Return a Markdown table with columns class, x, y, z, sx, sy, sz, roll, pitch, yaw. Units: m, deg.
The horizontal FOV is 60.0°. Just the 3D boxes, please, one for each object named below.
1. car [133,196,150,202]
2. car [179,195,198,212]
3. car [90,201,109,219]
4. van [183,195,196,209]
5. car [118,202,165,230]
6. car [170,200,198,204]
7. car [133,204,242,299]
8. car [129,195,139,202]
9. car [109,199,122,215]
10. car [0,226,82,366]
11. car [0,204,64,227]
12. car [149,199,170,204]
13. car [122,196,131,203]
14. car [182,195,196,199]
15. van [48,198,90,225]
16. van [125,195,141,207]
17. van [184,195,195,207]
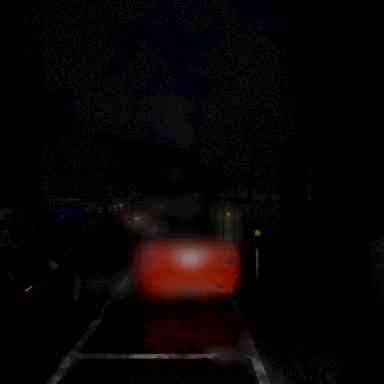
| class | x | y | z | sx | sy | sz | roll | pitch | yaw |
| --- | --- | --- | --- | --- | --- | --- | --- | --- | --- |
| car | -6.186 | 1.612 | 44.171 | 1.895 | 1.301 | 4.718 | 0 | 0 | 1 |
| car | -0.384 | 1.324 | 39.886 | 2.192 | 1.841 | 5.009 | 0 | 0 | 0 |
| car | -8.909 | 1.530 | 28.841 | 1.752 | 1.417 | 4.829 | 0 | 0 | 0 |
| van | -0.384 | 1.353 | 45.324 | 1.690 | 1.788 | 3.998 | 0 | 0 | 0 |
| car | -3.096 | 1.567 | 21.099 | 1.994 | 1.385 | 4.181 | 0 | 0 | 0 |
| car | -0.384 | 1.528 | 23.743 | 1.752 | 1.417 | 4.829 | 0 | 0 | 0 |
| car | -0.032 | 1.353 | 8.620 | 2.097 | 1.767 | 4.553 | 0 | 0 | 0 |
| car | -8.910 | 1.452 | 45.324 | 1.967 | 1.590 | 4.097 | 0 | 0 | 0 |
| car | -8.909 | 1.572 | 34.448 | 1.947 | 1.339 | 4.313 | 0 | 0 | 0 |
| car | -3.147 | 1.525 | 4.902 | 1.812 | 1.442 | 4.674 | 0 | 0 | 0 |
| car | -8.909 | 1.567 | 18.136 | 1.947 | 1.339 | 4.313 | 0 | 0 | 0 |
| car | -3.097 | 1.572 | 36.094 | 1.994 | 1.385 | 4.181 | 0 | 0 | 1 |
| car | -8.909 | 1.534 | 39.716 | 1.752 | 1.417 | 4.829 | 0 | 0 | 0 |
| car | -0.384 | 1.446 | 34.448 | 1.967 | 1.590 | 4.097 | 0 | 0 | 0 |
| van | -8.909 | 1.344 | 23.573 | 1.690 | 1.788 | 3.998 | 0 | 0 | 0 |
| van | -8.910 | 1.355 | 50.762 | 1.690 | 1.788 | 3.998 | 0 | 0 | 0 |
| van | -0.384 | 1.356 | 50.761 | 1.690 | 1.788 | 3.998 | 0 | 0 | 0 |
